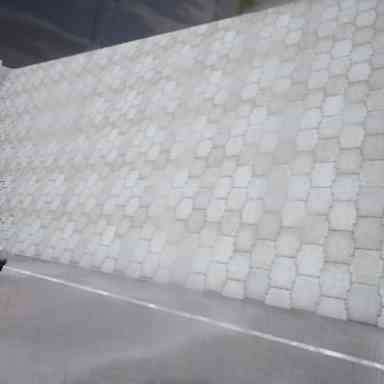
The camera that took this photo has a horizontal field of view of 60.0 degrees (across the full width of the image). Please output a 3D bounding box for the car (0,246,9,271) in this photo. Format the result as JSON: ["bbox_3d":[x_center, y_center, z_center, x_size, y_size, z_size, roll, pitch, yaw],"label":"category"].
[{"bbox_3d":[-7.011,1.613,8.998,4.718,1.301,1.895,0,0,36],"label":"car"}]
